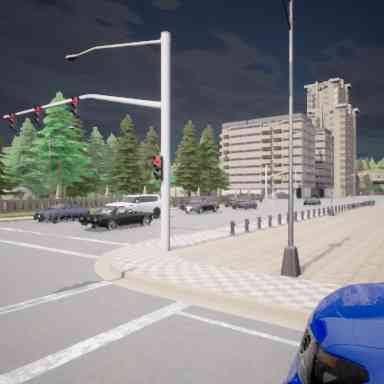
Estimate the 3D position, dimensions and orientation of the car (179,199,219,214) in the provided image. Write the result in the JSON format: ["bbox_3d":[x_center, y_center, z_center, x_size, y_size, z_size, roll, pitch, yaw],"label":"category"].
[{"bbox_3d":[1.082,1.491,35.271,2.128,1.511,4.902,0,0,36],"label":"car"}]

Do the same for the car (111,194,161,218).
[{"bbox_3d":[-4.683,1.221,27.192,2.150,2.045,5.566,0,0,35],"label":"car"}]

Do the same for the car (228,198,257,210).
[{"bbox_3d":[6.909,1.564,43.412,1.994,1.385,4.181,0,0,36],"label":"car"}]

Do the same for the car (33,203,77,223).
[{"bbox_3d":[-9.977,1.564,25.799,1.994,1.385,4.181,0,0,36],"label":"car"}]

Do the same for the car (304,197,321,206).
[{"bbox_3d":[20.195,1.563,55.706,1.994,1.385,4.181,0,0,35],"label":"car"}]

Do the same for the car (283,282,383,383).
[{"bbox_3d":[3.316,1.222,1.601,5.566,2.045,2.150,0,0,36],"label":"car"}]

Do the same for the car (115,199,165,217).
[{"bbox_3d":[-5.012,1.491,32.758,2.128,1.511,4.902,0,0,35],"label":"car"}]

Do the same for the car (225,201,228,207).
[{"bbox_3d":[6.491,1.564,48.822,1.994,1.385,4.181,0,0,36],"label":"car"}]

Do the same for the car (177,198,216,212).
[{"bbox_3d":[0.665,1.547,40.714,2.033,1.411,5.357,0,0,36],"label":"car"}]

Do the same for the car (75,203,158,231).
[{"bbox_3d":[-4.584,1.600,20.796,1.895,1.301,4.718,0,0,35],"label":"car"}]
